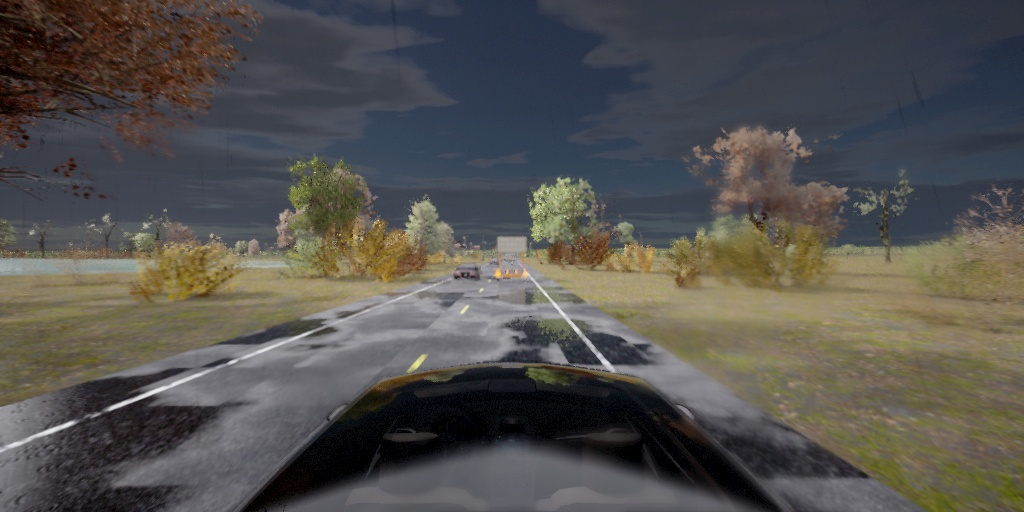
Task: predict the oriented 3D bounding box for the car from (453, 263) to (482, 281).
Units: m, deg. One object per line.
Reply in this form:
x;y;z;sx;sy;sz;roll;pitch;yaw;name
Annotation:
-3.602;1.278;29.657;1.994;1.385;4.181;0;0;0;car

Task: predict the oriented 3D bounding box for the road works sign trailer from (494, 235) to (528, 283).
-0.007;0.183;27.568;2.380;3.560;2.880;0;0;0;road works sign trailer
